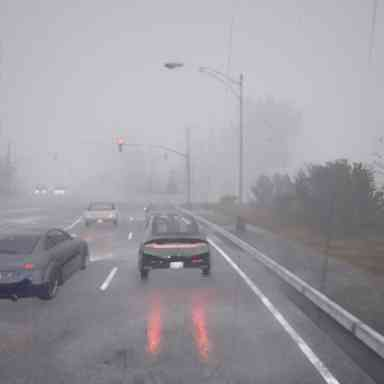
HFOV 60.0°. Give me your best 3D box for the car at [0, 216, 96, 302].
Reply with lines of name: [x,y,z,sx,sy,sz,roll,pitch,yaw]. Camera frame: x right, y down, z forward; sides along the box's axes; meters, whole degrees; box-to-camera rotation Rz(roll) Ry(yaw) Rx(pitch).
car: [-3.934,1.552,8.296,1.994,1.385,4.181,0,0,-4]

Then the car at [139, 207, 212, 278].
car: [-0.572,1.445,10.111,2.128,1.511,4.902,0,1,-5]

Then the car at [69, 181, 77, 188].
car: [-31.001,-1.862,83.770,1.882,1.535,5.008,-1,3,-26]

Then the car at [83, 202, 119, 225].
car: [-5.641,1.294,21.166,1.895,1.301,4.718,-1,2,-10]

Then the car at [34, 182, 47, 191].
car: [-30.267,-0.966,66.526,1.994,1.385,4.181,-1,3,-26]

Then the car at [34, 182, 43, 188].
car: [-37.543,-1.719,81.212,1.837,1.490,4.892,-1,3,-26]

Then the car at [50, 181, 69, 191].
car: [-27.118,-1.071,68.051,2.128,1.511,4.902,-1,3,-26]

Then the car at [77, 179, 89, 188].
car: [-27.878,-2.195,85.336,2.150,2.045,5.566,-1,3,-26]

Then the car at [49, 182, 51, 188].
car: [-34.401,-1.819,82.750,1.882,1.535,5.008,-1,3,-26]

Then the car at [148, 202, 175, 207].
car: [-1.829,1.276,19.826,2.033,1.411,5.357,-1,2,-10]
